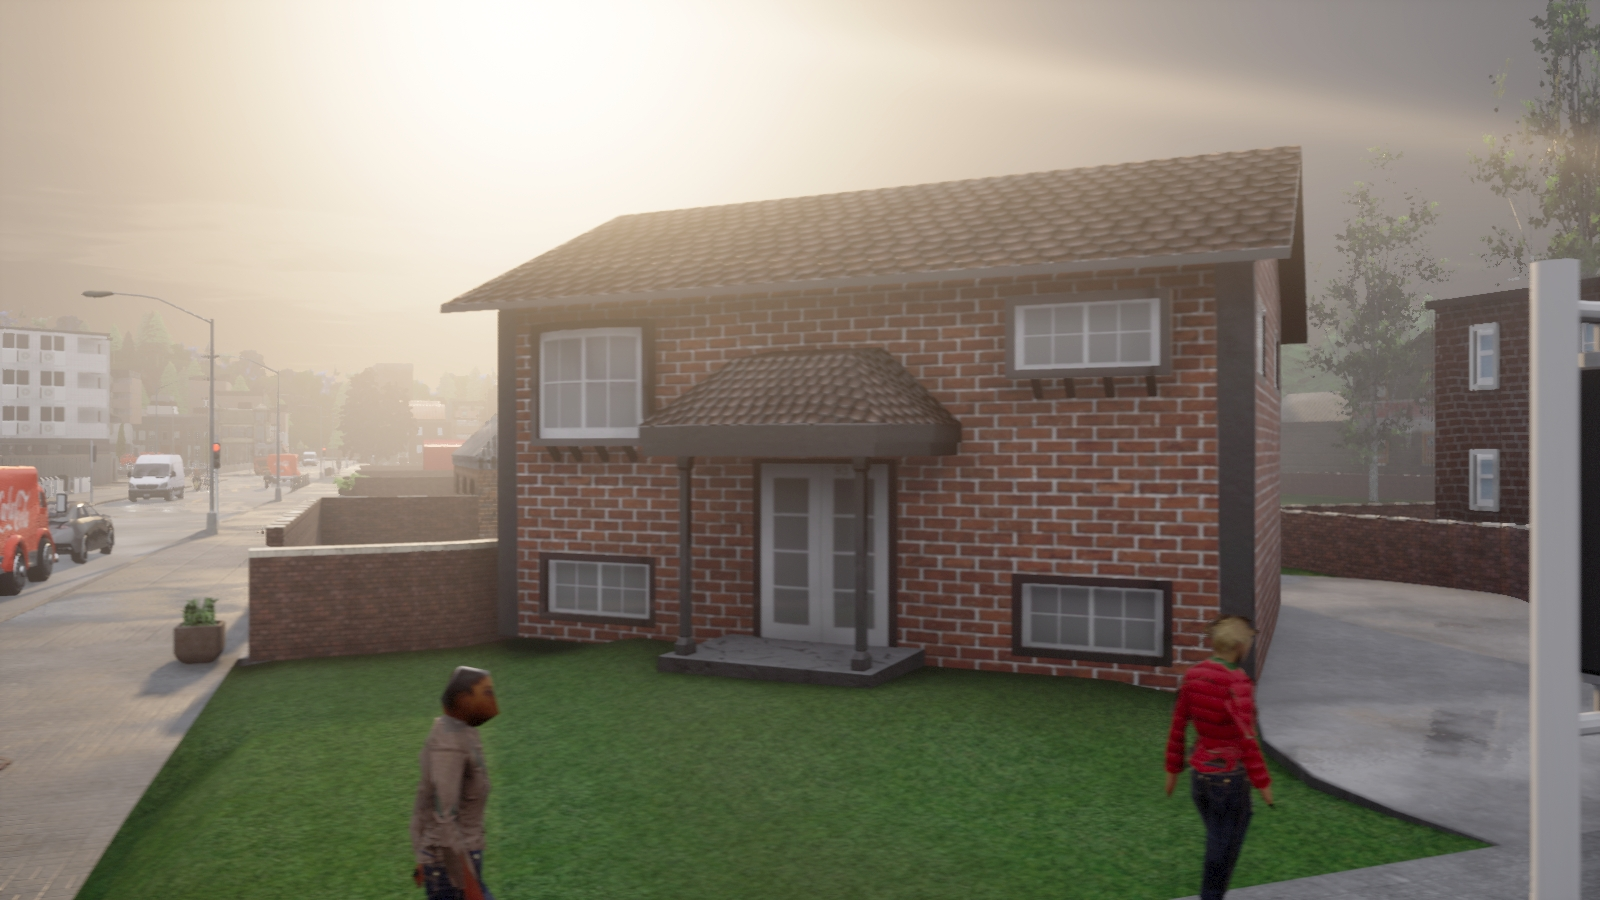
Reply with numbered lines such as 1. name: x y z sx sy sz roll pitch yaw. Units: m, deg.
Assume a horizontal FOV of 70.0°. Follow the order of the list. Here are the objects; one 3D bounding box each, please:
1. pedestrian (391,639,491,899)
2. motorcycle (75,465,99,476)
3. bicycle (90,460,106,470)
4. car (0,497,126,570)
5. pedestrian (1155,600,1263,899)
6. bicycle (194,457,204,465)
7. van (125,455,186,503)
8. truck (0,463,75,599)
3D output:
1. pedestrian: -1.474 1.745 4.685 0.375 1.860 0.375 0 0 -19
2. motorcycle: -76.358 2.198 122.366 2.033 1.199 0.803 0 0 -20
3. bicycle: -97.938 2.075 159.378 1.835 1.471 0.329 0 0 -20
4. car: -18.922 2.050 29.116 2.128 1.511 4.902 0 0 -20
5. pedestrian: 2.126 1.743 5.958 0.375 1.860 0.375 0 0 -22
6. bicycle: -116.783 2.069 222.155 1.643 1.496 0.373 0 0 -20
7. van: -35.583 1.540 63.254 1.988 2.561 5.915 0 0 -20
8. truck: -16.573 1.546 22.682 2.627 2.467 5.204 0 -2 -20
